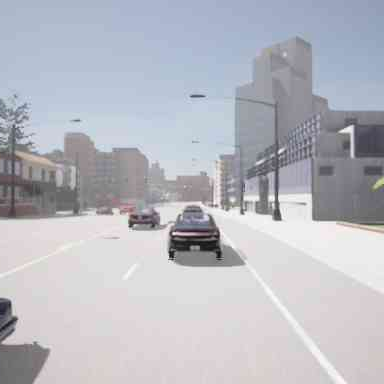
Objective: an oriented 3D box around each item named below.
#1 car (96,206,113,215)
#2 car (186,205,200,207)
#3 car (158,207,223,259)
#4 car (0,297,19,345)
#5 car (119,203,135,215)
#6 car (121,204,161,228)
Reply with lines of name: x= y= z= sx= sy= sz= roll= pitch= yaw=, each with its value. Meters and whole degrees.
car: x=-14.047 y=2.993 z=53.525 sx=1.812 sy=1.442 sz=4.674 roll=0 pitch=-2 yaw=1
car: x=0.092 y=1.923 z=29.695 sx=1.837 sy=1.490 sz=4.892 roll=0 pitch=-2 yaw=0
car: x=0.097 y=1.538 z=12.692 sx=2.128 sy=1.511 sz=4.902 roll=0 pitch=0 yaw=0
car: x=-3.402 y=1.553 z=2.277 sx=2.033 sy=1.411 sz=5.357 roll=0 pitch=0 yaw=0
car: x=-10.528 y=2.752 z=55.069 sx=2.150 sy=2.045 sz=5.566 roll=0 pitch=-3 yaw=0
car: x=-3.405 y=1.800 z=24.306 sx=2.033 sy=1.411 sz=5.357 roll=0 pitch=-2 yaw=0
